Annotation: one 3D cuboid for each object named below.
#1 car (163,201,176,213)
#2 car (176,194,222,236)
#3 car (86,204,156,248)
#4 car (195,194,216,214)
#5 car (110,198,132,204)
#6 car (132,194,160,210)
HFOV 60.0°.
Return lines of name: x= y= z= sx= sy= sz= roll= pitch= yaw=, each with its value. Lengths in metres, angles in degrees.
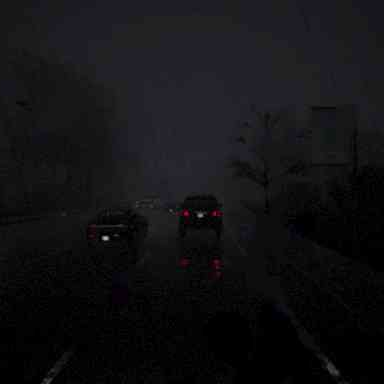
car: x=-1.956 y=1.594 z=36.576 sx=1.895 sy=1.301 sz=4.718 roll=0 pitch=0 yaw=4
car: x=0.514 y=1.218 z=18.694 sx=2.150 sy=2.045 sz=5.566 roll=0 pitch=0 yaw=2
car: x=-3.122 y=1.488 z=14.726 sx=2.128 sy=1.511 sz=4.902 roll=0 pitch=0 yaw=2
car: x=1.608 y=1.216 z=37.281 sx=2.150 sy=2.045 sz=5.566 roll=0 pitch=0 yaw=4
car: x=-8.770 y=1.467 z=41.466 sx=1.882 sy=1.535 sz=5.008 roll=0 pitch=0 yaw=5
car: x=-5.311 y=1.212 z=40.994 sx=2.150 sy=2.045 sz=5.566 roll=0 pitch=0 yaw=5
